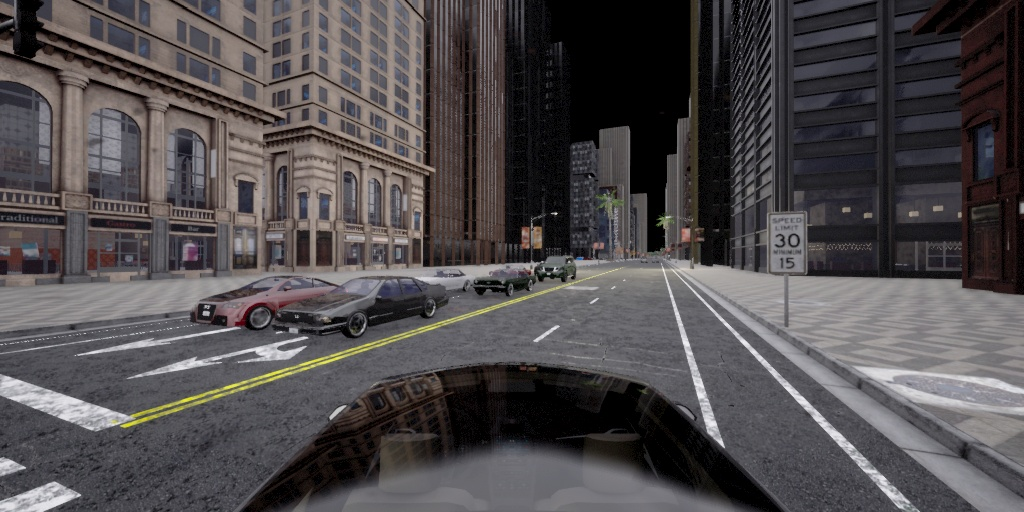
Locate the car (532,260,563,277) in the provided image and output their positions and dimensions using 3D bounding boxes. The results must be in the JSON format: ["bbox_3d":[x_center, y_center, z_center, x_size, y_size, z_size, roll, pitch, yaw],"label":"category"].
[{"bbox_3d":[3.836,1.250,37.915,1.882,1.535,5.008,0,0,23],"label":"car"}]

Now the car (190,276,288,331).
[{"bbox_3d":[-7.198,1.315,11.173,1.994,1.385,4.181,0,0,23],"label":"car"}]

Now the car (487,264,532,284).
[{"bbox_3d":[-0.081,1.364,28.490,1.895,1.301,4.718,0,0,23],"label":"car"}]

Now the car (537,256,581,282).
[{"bbox_3d":[3.785,0.986,29.336,2.150,2.045,5.566,0,0,22],"label":"car"}]

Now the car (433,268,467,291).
[{"bbox_3d":[-3.871,1.356,19.278,1.895,1.301,4.718,0,0,22],"label":"car"}]

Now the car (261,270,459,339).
[{"bbox_3d":[-3.934,1.299,10.576,2.033,1.411,5.357,0,0,22],"label":"car"}]

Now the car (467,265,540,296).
[{"bbox_3d":[-0.287,1.357,19.444,1.895,1.301,4.718,0,0,23],"label":"car"}]
